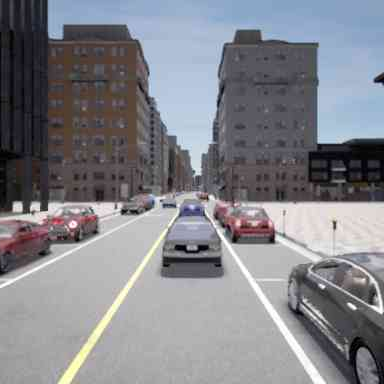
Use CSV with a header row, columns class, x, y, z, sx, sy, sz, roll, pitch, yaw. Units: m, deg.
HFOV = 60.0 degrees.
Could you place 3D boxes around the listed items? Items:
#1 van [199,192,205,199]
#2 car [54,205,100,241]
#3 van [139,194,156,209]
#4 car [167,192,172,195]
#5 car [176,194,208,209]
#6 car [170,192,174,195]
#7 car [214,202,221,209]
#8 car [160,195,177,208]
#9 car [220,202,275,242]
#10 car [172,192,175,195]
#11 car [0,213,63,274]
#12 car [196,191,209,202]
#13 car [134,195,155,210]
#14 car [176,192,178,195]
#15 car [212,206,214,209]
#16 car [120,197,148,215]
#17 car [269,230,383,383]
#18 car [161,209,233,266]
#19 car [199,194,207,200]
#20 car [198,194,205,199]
class,x,y,z,sx,sy,sz,roll,pitch,yaw
van,2.625,1.028,88.247,1.690,1.788,3.998,0,0,0
car,-5.866,1.407,16.084,1.967,1.590,4.097,0,0,0
van,-5.880,1.238,44.284,1.690,1.788,3.998,0,0,0
car,-5.892,1.298,71.131,1.752,1.417,4.829,0,0,0
car,0.029,1.288,28.450,2.097,1.767,4.553,0,0,0
car,-5.895,1.310,76.956,1.947,1.339,4.313,0,0,0
car,2.657,1.535,21.704,1.802,1.307,4.206,0,0,0
car,-3.047,1.441,45.468,2.033,1.411,5.357,0,0,0
car,2.660,1.407,16.064,1.967,1.590,4.097,0,0,0
car,-5.898,1.242,82.440,1.752,1.417,4.829,0,0,0
car,-5.863,1.562,10.443,1.802,1.307,4.206,0,0,0
car,2.634,1.087,71.277,2.192,1.841,5.009,0,0,0
car,-5.877,1.228,38.643,2.192,1.841,5.009,0,0,0
car,-5.903,0.972,93.920,2.192,1.841,5.009,0,0,0
car,2.654,1.485,27.343,1.887,1.381,4.507,0,0,0
car,-5.875,1.492,33.004,1.947,1.339,4.313,0,0,0
car,2.665,1.542,4.786,2.008,1.369,4.403,0,0,0
car,0.014,1.525,11.368,2.033,1.411,5.357,0,0,0
car,2.628,1.260,82.591,1.887,1.381,4.507,0,0,0
car,2.622,1.239,93.904,1.802,1.307,4.206,0,0,0
